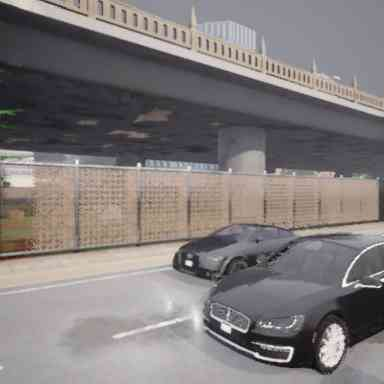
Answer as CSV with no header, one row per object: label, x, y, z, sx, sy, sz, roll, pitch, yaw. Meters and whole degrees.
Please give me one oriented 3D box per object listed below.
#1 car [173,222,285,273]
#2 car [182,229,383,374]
car,1.551,1.581,9.390,4.181,1.385,1.994,0,0,-35
car,2.418,1.518,5.711,4.892,1.490,1.837,0,0,-35
